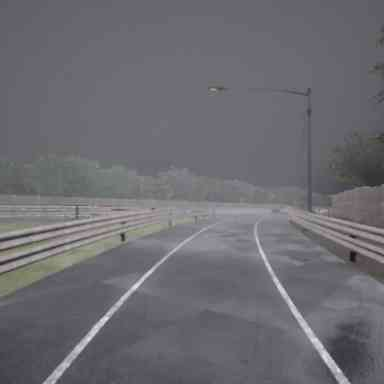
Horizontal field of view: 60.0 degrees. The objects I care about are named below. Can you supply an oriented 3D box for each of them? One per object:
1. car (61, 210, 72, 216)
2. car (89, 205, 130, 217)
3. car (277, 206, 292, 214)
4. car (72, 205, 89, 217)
[{"bbox_3d":[-15.260,2.555,45.128,1.837,1.490,4.892,-2,-4,37],"label":"car"},{"bbox_3d":[-9.676,2.394,40.910,2.128,1.511,4.902,-2,-4,37],"label":"car"},{"bbox_3d":[24.930,4.696,86.584,2.150,2.045,5.566,-2,-4,37],"label":"car"},{"bbox_3d":[-12.470,2.476,43.018,1.837,1.490,4.892,-2,-4,37],"label":"car"}]
